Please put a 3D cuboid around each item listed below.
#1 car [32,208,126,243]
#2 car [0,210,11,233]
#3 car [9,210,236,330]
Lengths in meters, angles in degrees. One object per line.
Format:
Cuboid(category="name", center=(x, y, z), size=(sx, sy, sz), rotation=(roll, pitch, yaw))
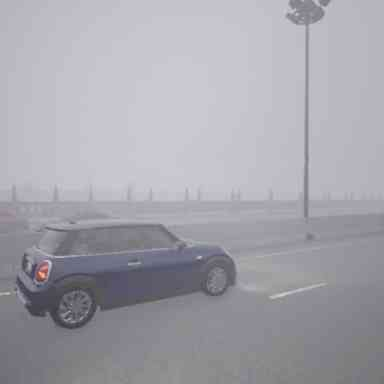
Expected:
Cuboid(category="car", center=(-5.752, 1.614, 17.082), size=(4.181, 1.385, 1.994), rotation=(1, 0, -35))
Cuboid(category="car", center=(-10.994, 1.576, 17.644), size=(4.181, 1.385, 1.994), rotation=(1, 0, -35))
Cuboid(category="car", center=(-1.185, 1.382, 7.196), size=(4.553, 1.767, 2.097), rotation=(1, 0, -36))
